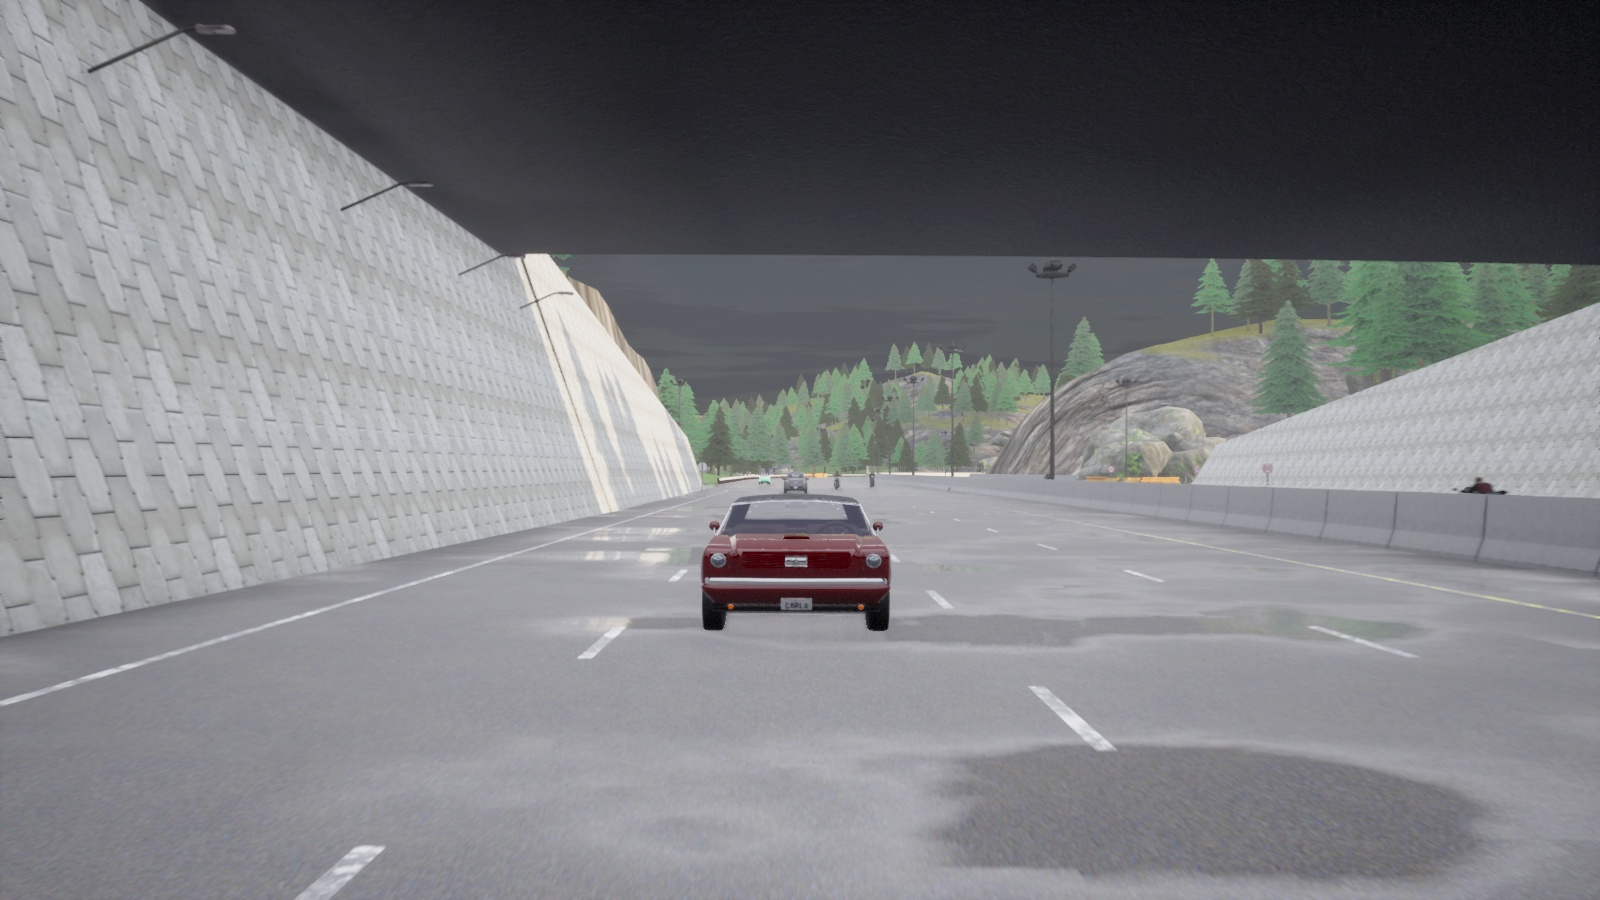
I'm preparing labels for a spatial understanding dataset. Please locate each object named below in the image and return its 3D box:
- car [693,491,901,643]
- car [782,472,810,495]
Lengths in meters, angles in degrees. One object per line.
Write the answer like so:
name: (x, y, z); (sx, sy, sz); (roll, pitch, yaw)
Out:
car: (-0.033, 1.147, 13.858); (1.895, 1.301, 4.718); (0, -1, 0)
car: (-0.279, 2.275, 86.359); (1.845, 1.501, 3.633); (0, -1, 0)
